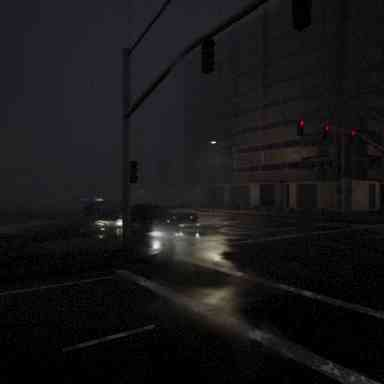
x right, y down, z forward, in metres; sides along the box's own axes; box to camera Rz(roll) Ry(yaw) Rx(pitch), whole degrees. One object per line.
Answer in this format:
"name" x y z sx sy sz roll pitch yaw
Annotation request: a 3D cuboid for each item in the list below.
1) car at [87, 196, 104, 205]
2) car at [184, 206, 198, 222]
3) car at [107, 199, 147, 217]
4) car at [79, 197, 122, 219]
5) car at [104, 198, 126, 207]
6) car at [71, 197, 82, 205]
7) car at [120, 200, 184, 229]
"car" -18.061 1.581 62.202 1.812 1.442 4.674 0 0 -34
"car" -1.395 1.581 26.404 1.812 1.442 4.674 0 0 -36
"car" -6.647 1.545 33.750 2.128 1.511 4.902 0 0 -35
"car" -8.178 1.533 29.863 1.882 1.535 5.008 0 0 -35
"car" -12.782 1.656 54.780 1.895 1.301 4.718 0 0 -36
"car" -20.010 1.547 58.895 2.128 1.511 4.902 0 0 -35
"car" -2.849 1.560 22.379 1.837 1.490 4.892 0 0 -35
